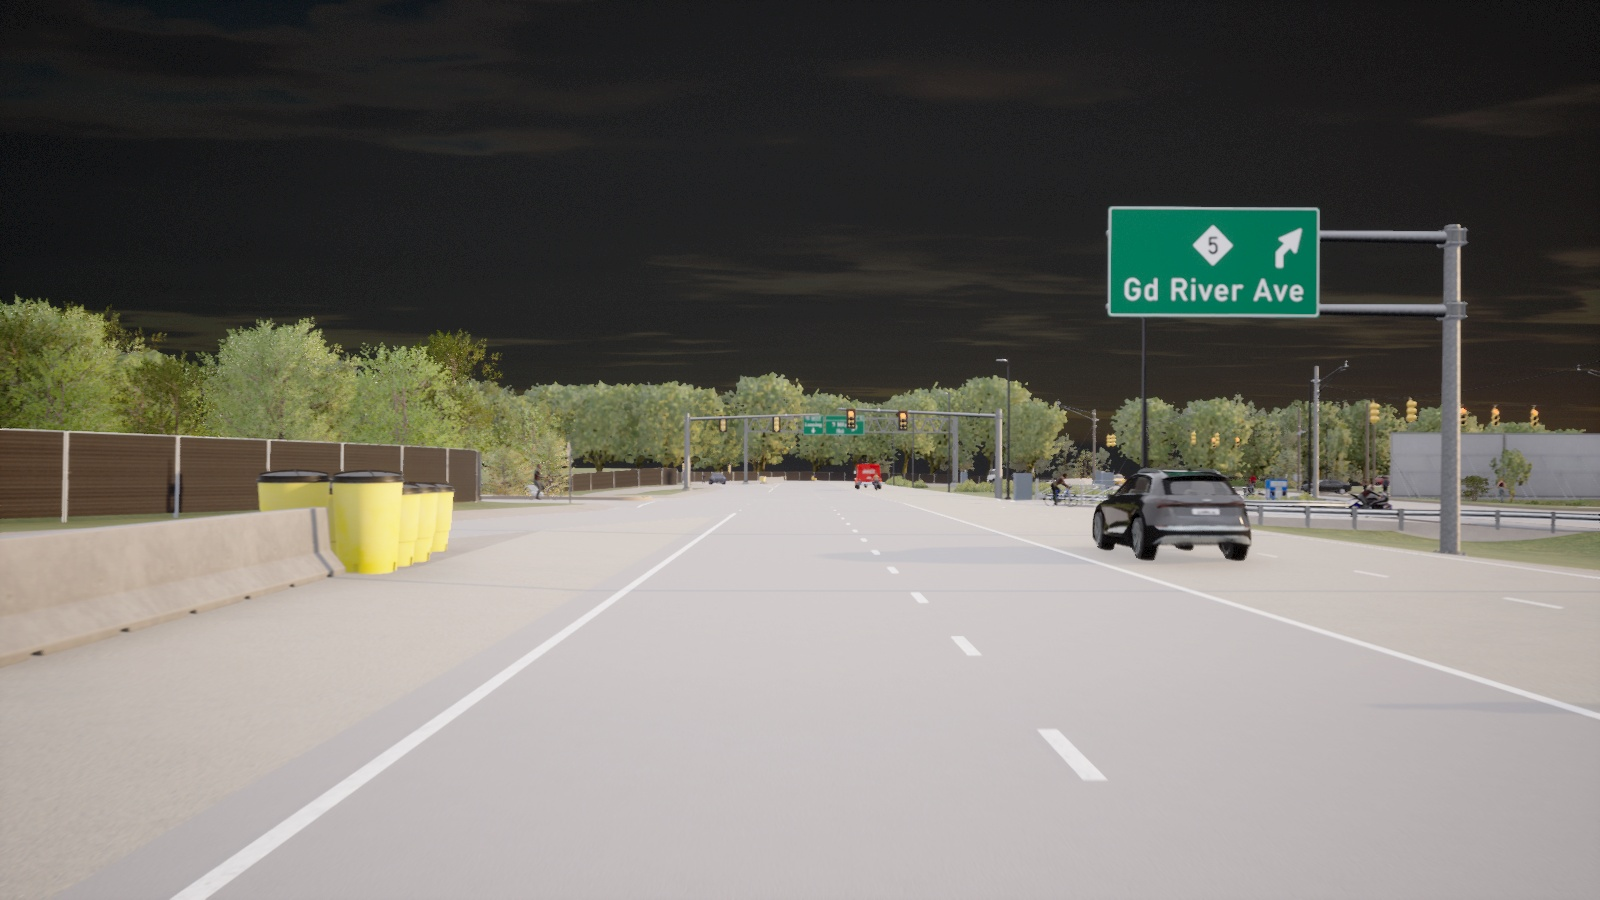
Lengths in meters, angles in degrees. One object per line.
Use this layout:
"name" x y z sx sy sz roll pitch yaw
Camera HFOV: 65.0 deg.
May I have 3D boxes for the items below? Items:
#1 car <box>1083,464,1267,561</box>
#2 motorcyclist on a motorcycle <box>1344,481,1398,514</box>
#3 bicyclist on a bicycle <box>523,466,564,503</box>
"car" 6.941 1.104 23.854 2.033 1.649 4.856 0 -1 0
"motorcyclist on a motorcycle" 27.555 2.285 60.607 2.191 1.530 0.866 -1 -1 -2
"bicyclist on a bicycle" -12.311 1.641 60.347 1.843 1.776 0.659 0 -1 -1
